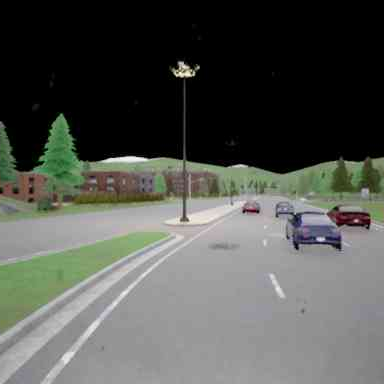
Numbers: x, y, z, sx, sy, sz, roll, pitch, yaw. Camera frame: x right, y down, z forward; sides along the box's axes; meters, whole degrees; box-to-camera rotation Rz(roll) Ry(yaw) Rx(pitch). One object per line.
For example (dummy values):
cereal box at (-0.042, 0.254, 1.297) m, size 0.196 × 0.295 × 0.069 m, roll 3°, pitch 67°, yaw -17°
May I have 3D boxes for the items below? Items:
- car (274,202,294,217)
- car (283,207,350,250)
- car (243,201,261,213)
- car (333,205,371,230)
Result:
car at (9.283, 1.727, 33.452) m, size 2.033 × 1.411 × 5.357 m, roll 0°, pitch 0°, yaw 13°
car at (5.248, 1.605, 14.673) m, size 1.812 × 1.442 × 4.674 m, roll 0°, pitch 0°, yaw 11°
car at (7.132, 1.778, 39.821) m, size 1.994 × 1.385 × 4.181 m, roll 0°, pitch 0°, yaw 13°
car at (10.413, 1.598, 22.403) m, size 1.882 × 1.535 × 5.008 m, roll 0°, pitch 0°, yaw 12°
